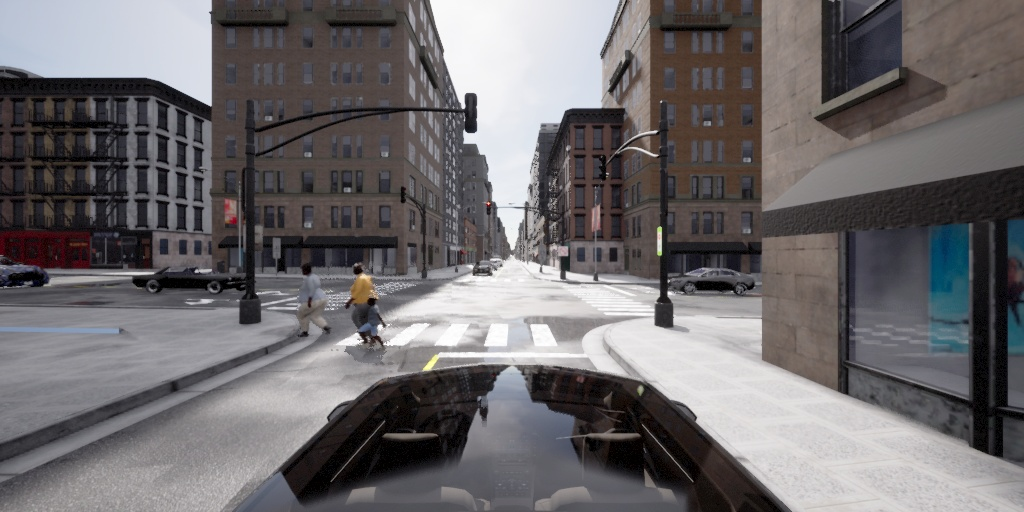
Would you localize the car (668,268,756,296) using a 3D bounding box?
[{"bbox_3d":[11.432,1.449,20.937,4.902,1.511,2.128,1,0,0],"label":"car"}]

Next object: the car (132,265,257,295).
[{"bbox_3d":[-15.394,1.131,17.590,4.718,1.301,1.895,1,0,0],"label":"car"}]

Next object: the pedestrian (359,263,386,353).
[{"bbox_3d":[-2.833,1.043,7.387,0.375,1.860,0.375,0,0,0],"label":"pedestrian"}]

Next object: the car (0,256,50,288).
[{"bbox_3d":[-25.983,0.715,17.634,4.553,1.767,2.097,1,0,0],"label":"car"}]

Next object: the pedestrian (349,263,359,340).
[{"bbox_3d":[-3.330,1.043,8.039,0.375,1.860,0.375,0,0,0],"label":"pedestrian"}]

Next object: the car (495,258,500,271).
[{"bbox_3d":[-3.027,1.336,49.848,1.895,1.301,4.718,0,0,1],"label":"car"}]

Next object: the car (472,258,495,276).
[{"bbox_3d":[-3.068,1.246,37.919,1.837,1.490,4.892,0,0,0],"label":"car"}]

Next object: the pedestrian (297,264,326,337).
[{"bbox_3d":[-4.837,1.041,8.641,0.375,1.860,0.375,0,0,0],"label":"pedestrian"}]
